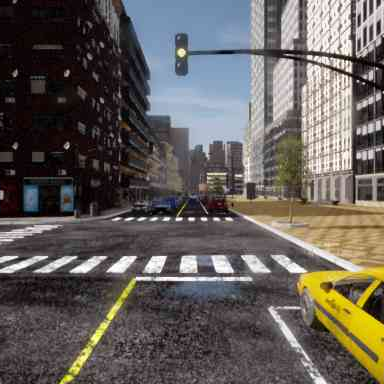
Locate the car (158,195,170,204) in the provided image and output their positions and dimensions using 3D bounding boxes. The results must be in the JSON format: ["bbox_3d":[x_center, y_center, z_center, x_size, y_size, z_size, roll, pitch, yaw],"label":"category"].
[{"bbox_3d":[-5.435,1.488,64.074,1.967,1.590,4.097,0,0,0],"label":"car"}]

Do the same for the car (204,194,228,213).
[{"bbox_3d":[2.832,1.327,36.408,2.192,1.841,5.009,0,0,0],"label":"car"}]

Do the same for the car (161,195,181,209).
[{"bbox_3d":[-2.910,1.497,43.953,1.882,1.535,5.008,0,0,0],"label":"car"}]

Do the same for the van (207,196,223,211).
[{"bbox_3d":[2.855,1.358,41.933,1.690,1.788,3.998,0,0,0],"label":"van"}]

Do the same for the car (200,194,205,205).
[{"bbox_3d":[2.922,1.354,58.513,2.192,1.841,5.009,0,0,0],"label":"car"}]

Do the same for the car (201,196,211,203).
[{"bbox_3d":[2.968,1.602,69.567,1.887,1.381,4.507,0,0,0],"label":"car"}]

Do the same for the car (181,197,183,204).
[{"bbox_3d":[-2.851,1.536,53.765,1.837,1.490,4.892,0,0,1],"label":"car"}]

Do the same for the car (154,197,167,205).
[{"bbox_3d":[-5.457,1.584,58.547,1.887,1.381,4.507,0,0,0],"label":"car"}]

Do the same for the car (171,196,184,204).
[{"bbox_3d":[-2.741,1.539,64.010,2.128,1.511,4.902,0,0,0],"label":"car"}]

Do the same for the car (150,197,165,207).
[{"bbox_3d":[-5.479,1.581,53.021,2.008,1.369,4.403,0,0,0],"label":"car"}]

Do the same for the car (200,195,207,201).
[{"bbox_3d":[3.036,1.613,86.316,1.752,1.417,4.829,0,0,0],"label":"car"}]

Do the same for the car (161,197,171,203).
[{"bbox_3d":[-5.412,1.639,69.601,1.802,1.307,4.206,0,0,0],"label":"car"}]

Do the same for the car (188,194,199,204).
[{"bbox_3d":[0.266,1.615,65.611,1.994,1.385,4.181,0,0,0],"label":"car"}]

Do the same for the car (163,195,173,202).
[{"bbox_3d":[-5.390,1.507,75.128,1.967,1.590,4.097,0,0,0],"label":"car"}]

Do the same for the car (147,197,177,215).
[{"bbox_3d":[-2.960,1.558,34.133,2.033,1.411,5.357,0,0,0],"label":"car"}]

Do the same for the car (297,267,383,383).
[{"bbox_3d":[2.702,1.525,4.165,1.752,1.417,4.829,0,0,0],"label":"car"}]

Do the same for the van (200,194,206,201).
[{"bbox_3d":[3.057,1.441,91.672,1.690,1.788,3.998,0,0,0],"label":"van"}]

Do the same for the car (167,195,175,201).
[{"bbox_3d":[-5.345,1.613,86.011,1.752,1.417,4.829,0,0,0],"label":"car"}]

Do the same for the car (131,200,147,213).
[{"bbox_3d":[-5.546,1.563,36.441,2.008,1.369,4.403,0,0,0],"label":"car"}]
